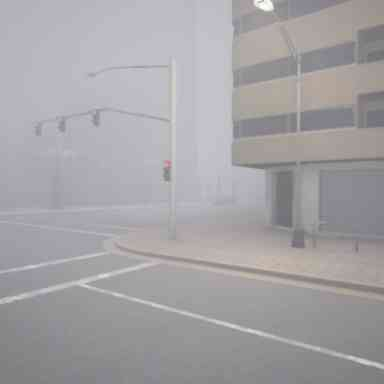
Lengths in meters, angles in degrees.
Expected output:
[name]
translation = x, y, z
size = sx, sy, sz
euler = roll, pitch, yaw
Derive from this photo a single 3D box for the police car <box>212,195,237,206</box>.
[police car]
translation = 4.903, 1.260, 50.547
size = 1.930, 1.638, 5.238
euler = 0, 0, 36
